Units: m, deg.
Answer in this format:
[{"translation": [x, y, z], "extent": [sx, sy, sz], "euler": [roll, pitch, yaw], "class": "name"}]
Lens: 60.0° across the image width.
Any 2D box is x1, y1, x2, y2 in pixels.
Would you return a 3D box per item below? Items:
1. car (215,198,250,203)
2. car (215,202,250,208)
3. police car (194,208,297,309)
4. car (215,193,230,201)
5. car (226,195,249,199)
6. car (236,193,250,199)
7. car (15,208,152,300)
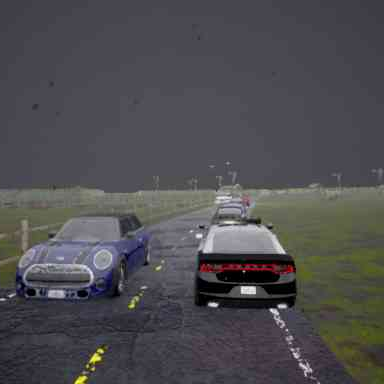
[{"translation": [2.947, 1.460, 23.625], "extent": [1.882, 1.535, 5.008], "euler": [0, 0, 10], "class": "car"}, {"translation": [2.050, 1.494, 17.784], "extent": [1.837, 1.490, 4.892], "euler": [0, 0, 8], "class": "car"}, {"translation": [1.098, 1.423, 8.093], "extent": [1.930, 1.638, 5.238], "euler": [0, 0, 4], "class": "police car"}, {"translation": [4.896, 1.169, 51.435], "extent": [2.150, 2.045, 5.566], "euler": [0, 0, 12], "class": "car"}, {"translation": [5.658, 1.438, 41.184], "extent": [1.882, 1.535, 5.008], "euler": [0, 0, 12], "class": "car"}, {"translation": [7.755, 1.168, 51.290], "extent": [2.150, 2.045, 5.566], "euler": [0, 0, 12], "class": "car"}, {"translation": [-2.431, 1.350, 8.586], "extent": [2.097, 1.767, 4.553], "euler": [0, 0, 4], "class": "car"}]
